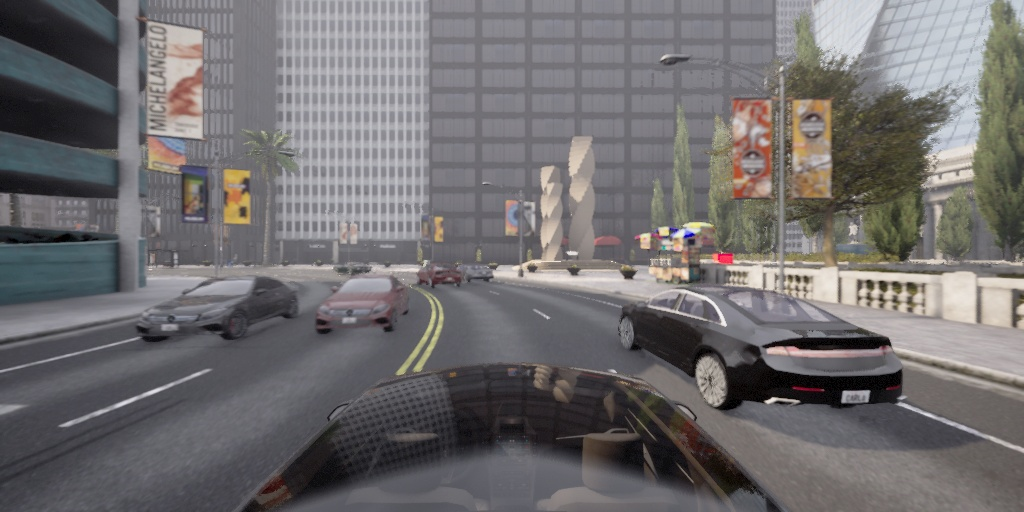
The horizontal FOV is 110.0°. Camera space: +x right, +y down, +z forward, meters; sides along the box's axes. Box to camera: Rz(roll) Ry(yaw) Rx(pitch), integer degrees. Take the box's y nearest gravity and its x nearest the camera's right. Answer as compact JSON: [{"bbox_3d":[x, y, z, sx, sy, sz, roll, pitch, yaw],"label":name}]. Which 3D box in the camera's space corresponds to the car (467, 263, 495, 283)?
[{"bbox_3d":[-3.304,1.276,27.808,2.033,1.411,5.357,0,0,-32],"label":"car"}]

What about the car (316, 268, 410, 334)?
[{"bbox_3d":[-4.191,1.265,10.772,1.812,1.442,4.674,0,0,-9],"label":"car"}]

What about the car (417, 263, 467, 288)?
[{"bbox_3d":[-4.906,1.208,23.744,1.882,1.535,5.008,0,0,-28],"label":"car"}]

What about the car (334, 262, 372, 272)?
[{"bbox_3d":[-16.672,1.312,37.353,4.718,1.301,1.895,0,0,38],"label":"car"}]

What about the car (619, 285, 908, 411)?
[{"bbox_3d":[3.403,1.241,6.130,2.128,1.511,4.902,0,0,-4],"label":"car"}]

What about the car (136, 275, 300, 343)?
[{"bbox_3d":[-7.597,1.264,9.918,1.812,1.442,4.674,0,0,-8],"label":"car"}]
